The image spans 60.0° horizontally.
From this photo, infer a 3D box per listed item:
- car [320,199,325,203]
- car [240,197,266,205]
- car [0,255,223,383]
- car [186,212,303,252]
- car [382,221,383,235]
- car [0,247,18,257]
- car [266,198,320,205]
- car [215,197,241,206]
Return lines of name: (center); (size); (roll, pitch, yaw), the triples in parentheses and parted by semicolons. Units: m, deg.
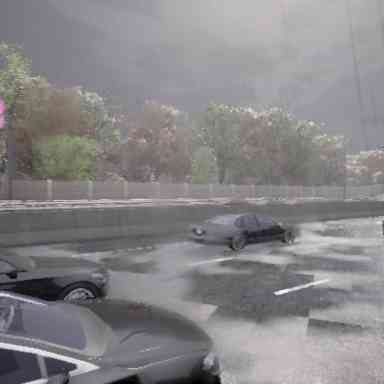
car: (16.230, 1.531, 45.619); (4.902, 1.511, 2.128); (0, 0, -35)
car: (7.882, 1.493, 35.384); (5.008, 1.535, 1.882); (0, 0, -35)
car: (-1.946, 1.492, 2.359); (4.902, 1.511, 2.128); (0, 0, -36)
car: (2.316, 1.548, 13.996); (5.357, 1.411, 2.033); (0, 0, -36)
car: (10.927, 1.510, 15.835); (4.892, 1.490, 1.837); (0, 0, -35)
car: (-3.689, 1.526, 5.431); (4.674, 1.442, 1.812); (0, 0, -36)
car: (9.920, 1.493, 32.540); (5.008, 1.535, 1.882); (0, 0, -35)
car: (5.048, 1.370, 41.952); (4.553, 1.767, 2.097); (0, 0, -35)
